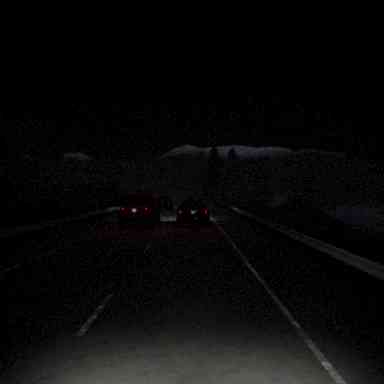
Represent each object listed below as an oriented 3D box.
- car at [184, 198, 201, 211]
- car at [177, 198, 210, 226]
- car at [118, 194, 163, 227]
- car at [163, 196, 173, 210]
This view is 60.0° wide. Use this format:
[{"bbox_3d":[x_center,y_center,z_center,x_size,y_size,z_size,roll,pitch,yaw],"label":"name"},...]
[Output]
[{"bbox_3d":[0.050,1.444,41.407,2.033,1.411,5.357,0,0,0],"label":"car"},{"bbox_3d":[0.073,1.295,22.738,2.097,1.767,4.553,0,0,0],"label":"car"},{"bbox_3d":[-3.427,1.167,22.345,2.150,2.045,5.566,0,0,0],"label":"car"},{"bbox_3d":[-3.450,1.249,41.248,2.097,1.767,4.553,0,0,0],"label":"car"}]
